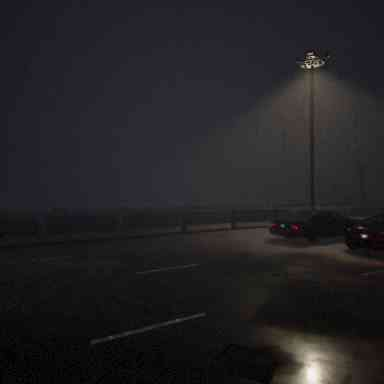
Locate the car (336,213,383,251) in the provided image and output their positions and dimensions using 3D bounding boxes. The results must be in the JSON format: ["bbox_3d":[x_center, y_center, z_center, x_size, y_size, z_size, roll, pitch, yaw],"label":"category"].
[{"bbox_3d":[7.970,1.569,13.038,4.181,1.385,1.994,0,0,-30],"label":"car"}]

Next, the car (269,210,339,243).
[{"bbox_3d":[6.213,1.560,16.065,5.357,1.411,2.033,0,0,-30],"label":"car"}]
